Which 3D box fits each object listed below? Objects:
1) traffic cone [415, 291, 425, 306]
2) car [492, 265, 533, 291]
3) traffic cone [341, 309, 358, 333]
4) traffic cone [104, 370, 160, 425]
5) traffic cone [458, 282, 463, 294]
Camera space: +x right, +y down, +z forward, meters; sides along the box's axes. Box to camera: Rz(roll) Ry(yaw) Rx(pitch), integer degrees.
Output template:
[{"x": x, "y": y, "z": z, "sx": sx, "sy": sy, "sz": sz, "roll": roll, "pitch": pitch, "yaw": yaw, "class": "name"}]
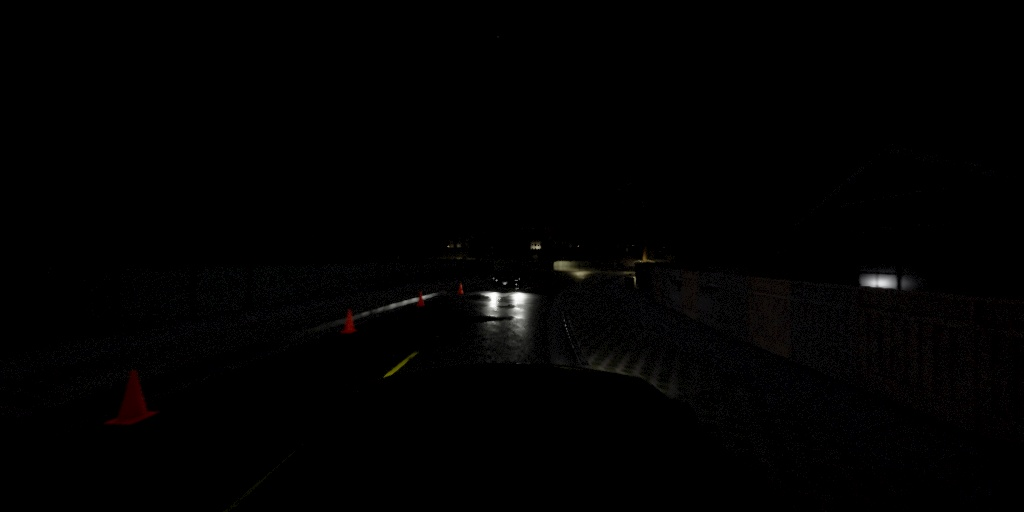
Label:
[{"x": -3.713, "y": 1.726, "z": 14.605, "sx": 0.340, "sy": 0.580, "sz": 0.340, "roll": 0, "pitch": 0, "yaw": 8, "class": "traffic cone"}, {"x": 0.126, "y": 1.328, "z": 22.755, "sx": 1.837, "sy": 1.490, "sz": 4.892, "roll": 0, "pitch": 0, "yaw": 13, "class": "car"}, {"x": -4.309, "y": 1.704, "z": 9.502, "sx": 0.340, "sy": 0.580, "sz": 0.340, "roll": 0, "pitch": 0, "yaw": 5, "class": "traffic cone"}, {"x": -4.621, "y": 1.685, "z": 4.373, "sx": 0.340, "sy": 0.580, "sz": 0.340, "roll": 0, "pitch": 0, "yaw": 2, "class": "traffic cone"}, {"x": -2.831, "y": 1.750, "z": 19.666, "sx": 0.340, "sy": 0.580, "sz": 0.340, "roll": 0, "pitch": 0, "yaw": 12, "class": "traffic cone"}]
